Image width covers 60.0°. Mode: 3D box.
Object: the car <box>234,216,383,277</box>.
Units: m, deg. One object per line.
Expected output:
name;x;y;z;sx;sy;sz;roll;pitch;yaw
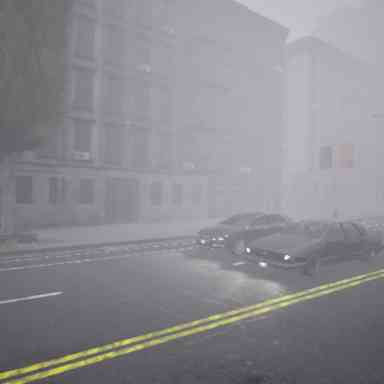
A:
car;4.101;1.588;10.612;5.357;1.411;2.033;0;0;-36

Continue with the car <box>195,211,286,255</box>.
car;2.369;1.547;13.366;4.892;1.490;1.837;0;0;-36
